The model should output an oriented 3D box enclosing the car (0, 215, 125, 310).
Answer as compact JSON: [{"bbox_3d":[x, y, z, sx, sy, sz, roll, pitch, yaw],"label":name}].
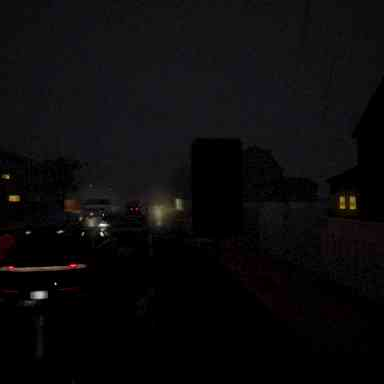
[{"bbox_3d":[-2.921,1.567,8.083,2.128,1.511,4.902,-1,0,-7],"label":"car"}]

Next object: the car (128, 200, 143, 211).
[{"bbox_3d":[-8.174,1.945,48.640,1.882,1.535,5.008,-1,0,-7],"label":"car"}]

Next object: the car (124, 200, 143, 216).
[{"bbox_3d":[-6.781,1.914,38.211,2.033,1.411,5.357,-1,0,-7],"label":"car"}]

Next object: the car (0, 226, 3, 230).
[{"bbox_3d":[-5.671,1.449,7.365,2.097,1.767,4.553,-1,0,-8],"label":"car"}]

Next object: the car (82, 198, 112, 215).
[{"bbox_3d":[-8.686,1.546,30.589,2.150,2.045,5.566,-1,-1,-6],"label":"car"}]

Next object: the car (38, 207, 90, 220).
[{"bbox_3d":[-7.010,1.742,17.455,2.033,1.411,5.357,-1,0,-8],"label":"car"}]
